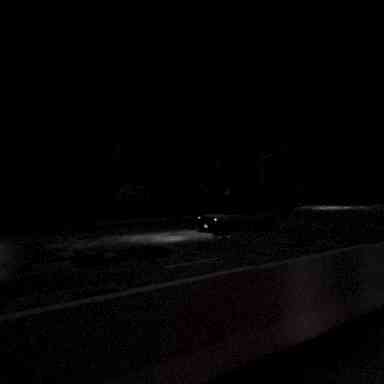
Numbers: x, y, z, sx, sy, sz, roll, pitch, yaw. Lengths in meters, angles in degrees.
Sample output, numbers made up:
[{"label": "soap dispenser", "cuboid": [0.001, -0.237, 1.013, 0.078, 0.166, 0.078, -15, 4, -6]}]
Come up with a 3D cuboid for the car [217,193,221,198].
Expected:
[{"label": "car", "cuboid": [4.385, 1.039, 57.029, 2.033, 1.411, 5.357, -1, 1, -35]}]

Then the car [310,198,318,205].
[{"label": "car", "cuboid": [13.954, 1.087, 43.358, 1.895, 1.301, 4.718, -1, 1, -36]}]

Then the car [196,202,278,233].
[{"label": "car", "cuboid": [2.556, 1.441, 18.584, 4.718, 1.301, 1.895, -1, 1, -34]}]

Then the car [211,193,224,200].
[{"label": "car", "cuboid": [5.427, 0.876, 70.310, 1.994, 1.385, 4.181, -1, 1, -6]}]

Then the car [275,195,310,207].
[{"label": "car", "cuboid": [11.497, 1.140, 40.732, 1.895, 1.301, 4.718, -1, 1, -35]}]
